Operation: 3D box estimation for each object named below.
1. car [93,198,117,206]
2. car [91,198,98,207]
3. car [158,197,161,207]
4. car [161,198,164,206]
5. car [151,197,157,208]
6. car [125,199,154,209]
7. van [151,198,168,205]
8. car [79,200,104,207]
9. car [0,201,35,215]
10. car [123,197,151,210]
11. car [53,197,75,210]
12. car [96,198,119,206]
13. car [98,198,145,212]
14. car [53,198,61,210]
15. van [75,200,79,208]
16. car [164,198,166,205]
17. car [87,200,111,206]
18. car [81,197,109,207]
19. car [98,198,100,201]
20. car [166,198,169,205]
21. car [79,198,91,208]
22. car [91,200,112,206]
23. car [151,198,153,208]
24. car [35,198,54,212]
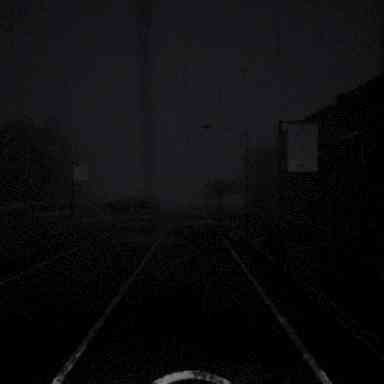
[{"bbox_3d":[-21.948,2.459,83.971,5.566,2.045,2.435,0,-1,0],"label":"car"},{"bbox_3d":[-21.761,2.300,64.475,5.366,1.575,1.946,0,-1,0],"label":"car"},{"bbox_3d":[-8.858,2.250,61.791,4.892,1.521,2.231,0,-1,0],"label":"car"},{"bbox_3d":[-8.866,2.361,67.396,5.008,1.535,2.097,0,-1,0],"label":"car"},{"bbox_3d":[-8.885,1.834,53.389,5.566,2.045,2.435,0,-1,0],"label":"car"},{"bbox_3d":[-8.827,2.012,56.187,4.553,1.767,2.185,0,-1,0],"label":"car"},{"bbox_3d":[-8.790,2.619,89.820,4.442,1.987,1.878,0,-1,0],"label":"van"},{"bbox_3d":[-21.988,2.500,72.829,4.792,1.488,2.163,0,-1,0],"label":"car"},{"bbox_3d":[-21.933,1.864,39.417,5.008,1.535,2.097,0,-1,0],"label":"car"},{"bbox_3d":[-8.885,1.691,44.980,5.566,2.045,2.435,0,-1,0],"label":"car"},{"bbox_3d":[-21.905,1.959,53.342,4.553,1.767,2.185,0,-1,0],"label":"car"},{"bbox_3d":[-21.953,2.521,86.632,5.566,2.045,2.435,0,-1,0],"label":"car"},{"bbox_3d":[-8.852,1.902,42.175,4.892,1.521,2.231,0,-1,0],"label":"car"},{"bbox_3d":[-21.938,2.026,47.771,4.674,1.452,2.002,0,-1,0],"label":"car"},{"bbox_3d":[-22.054,1.911,56.123,4.442,1.987,1.878,0,-1,0],"label":"van"},{"bbox_3d":[-8.904,2.166,70.205,5.566,2.045,2.435,0,-1,0],"label":"car"},{"bbox_3d":[-21.963,2.587,78.398,5.008,1.535,2.097,0,-1,0],"label":"car"},{"bbox_3d":[-21.936,2.276,75.617,5.566,2.045,2.435,0,-1,0],"label":"car"},{"bbox_3d":[-21.945,2.359,67.260,5.008,1.535,2.097,0,-1,0],"label":"car"},{"bbox_3d":[-8.888,2.651,81.410,5.008,1.535,2.097,0,-1,0],"label":"car"},{"bbox_3d":[-21.941,2.288,61.689,4.674,1.452,2.002,0,-1,0],"label":"car"},{"bbox_3d":[-21.970,2.685,81.057,4.674,1.452,2.002,0,-1,0],"label":"car"},{"bbox_3d":[-8.862,2.034,50.579,4.892,1.521,2.231,0,-1,0],"label":"car"},{"bbox_3d":[-21.941,1.941,44.985,5.008,1.535,2.097,0,-1,0],"label":"car"}]
